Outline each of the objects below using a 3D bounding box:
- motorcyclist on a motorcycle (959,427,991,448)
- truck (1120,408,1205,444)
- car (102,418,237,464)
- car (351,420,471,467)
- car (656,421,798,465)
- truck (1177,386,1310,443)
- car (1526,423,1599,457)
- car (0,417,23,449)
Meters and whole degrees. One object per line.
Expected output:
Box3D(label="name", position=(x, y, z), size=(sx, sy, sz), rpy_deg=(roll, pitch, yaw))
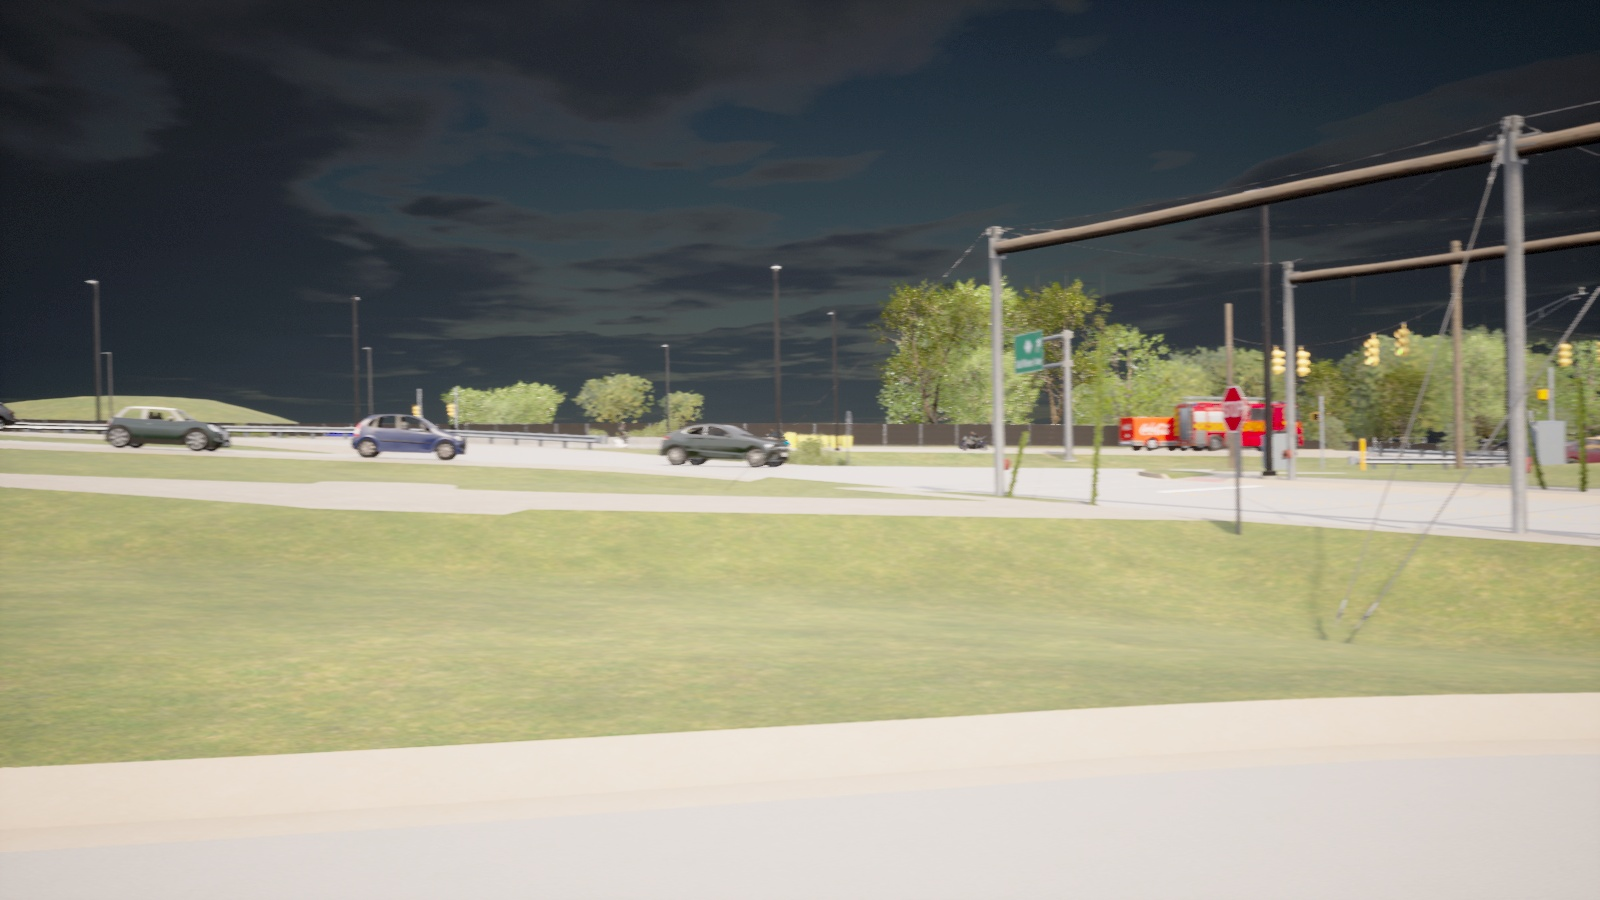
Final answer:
Box3D(label="motorcyclist on a motorcycle", position=(13.271, -0.934, 95.345), size=(2.191, 1.530, 0.866), rpy_deg=(-1, 0, -11))
Box3D(label="truck", position=(26.126, -1.709, 90.621), size=(5.204, 2.467, 2.627), rpy_deg=(-1, 0, -11))
Box3D(label="car", position=(-22.125, -0.312, 44.228), size=(3.806, 1.475, 1.970), rpy_deg=(1, 0, -9))
Box3D(label="car", position=(-14.088, -0.220, 45.686), size=(3.988, 1.617, 1.851), rpy_deg=(1, 0, -12))
Box3D(label="car", position=(-2.826, -0.267, 48.471), size=(5.027, 1.651, 2.152), rpy_deg=(0, 0, 20))
Box3D(label="truck", position=(31.039, -2.482, 87.979), size=(8.468, 3.827, 2.891), rpy_deg=(-1, 0, -11))
Box3D(label="car", position=(33.307, -0.421, 53.118), size=(4.181, 1.385, 1.994), rpy_deg=(-1, 0, -11))
Box3D(label="car", position=(-43.434, -0.886, 65.159), size=(2.033, 1.649, 4.856), rpy_deg=(-1, -1, 40))
